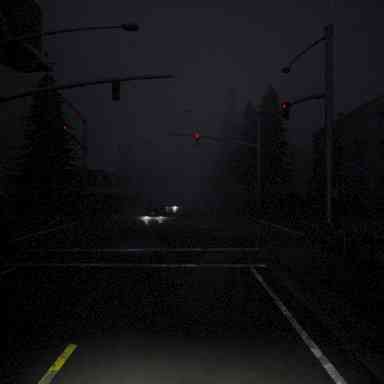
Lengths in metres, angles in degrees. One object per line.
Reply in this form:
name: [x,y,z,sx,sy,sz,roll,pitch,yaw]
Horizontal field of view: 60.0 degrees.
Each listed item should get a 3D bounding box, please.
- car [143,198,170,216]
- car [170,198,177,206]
car: [-3.557,1.547,32.485,2.033,1.411,5.357,0,0,0]
car: [-3.479,1.601,54.120,1.895,1.301,4.718,0,0,1]
